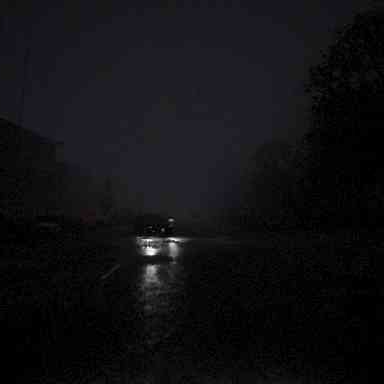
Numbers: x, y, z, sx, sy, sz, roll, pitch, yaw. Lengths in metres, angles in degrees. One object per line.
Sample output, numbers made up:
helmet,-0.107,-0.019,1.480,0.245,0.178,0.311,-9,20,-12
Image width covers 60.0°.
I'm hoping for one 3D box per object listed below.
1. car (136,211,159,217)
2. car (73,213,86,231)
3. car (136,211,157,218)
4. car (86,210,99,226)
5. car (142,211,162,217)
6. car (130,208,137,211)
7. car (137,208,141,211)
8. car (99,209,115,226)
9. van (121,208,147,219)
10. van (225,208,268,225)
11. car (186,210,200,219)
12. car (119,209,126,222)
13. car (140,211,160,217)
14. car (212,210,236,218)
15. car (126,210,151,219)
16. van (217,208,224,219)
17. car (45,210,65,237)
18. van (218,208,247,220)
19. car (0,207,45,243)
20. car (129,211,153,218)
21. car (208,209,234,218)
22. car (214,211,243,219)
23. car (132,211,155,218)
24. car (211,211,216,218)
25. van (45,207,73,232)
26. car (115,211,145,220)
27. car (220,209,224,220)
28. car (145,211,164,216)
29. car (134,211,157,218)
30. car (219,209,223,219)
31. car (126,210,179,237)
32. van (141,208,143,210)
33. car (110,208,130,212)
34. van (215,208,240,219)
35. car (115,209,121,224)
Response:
car,-10.963,5.456,82.618,5.366,1.575,1.946,0,-3,-19
car,-11.329,2.472,27.020,4.792,1.488,2.163,0,-3,-20
car,-10.819,5.334,79.753,4.674,1.452,2.002,0,-4,-19
car,-11.454,2.590,29.902,5.366,1.575,1.946,0,-3,-20
car,-10.743,5.793,88.543,4.892,1.521,2.231,0,-4,-19
car,-11.144,3.258,47.537,5.566,2.045,2.435,0,-3,-19
car,-11.033,3.697,53.408,4.553,1.767,2.185,0,-3,-19
car,-11.398,2.891,35.756,5.366,1.575,1.946,0,-3,-19
van,-10.875,4.079,62.237,4.442,1.987,1.878,0,-4,-19
van,6.509,2.808,38.432,4.442,1.987,1.878,2,-3,-19
car,0.477,4.413,66.483,2.097,1.767,4.553,0,-3,1
car,-11.162,3.201,41.677,4.892,1.521,2.231,0,-3,-19
car,-10.765,5.666,85.612,4.674,1.452,2.002,0,-4,-19
car,6.889,4.665,70.798,4.553,1.767,2.185,2,-4,-19
car,-10.958,4.506,68.039,4.553,1.767,2.185,0,-4,-19
van,6.619,3.427,50.191,4.442,1.987,1.878,2,-3,-19
car,-11.172,2.139,21.236,5.366,1.575,1.946,0,-3,-20
van,6.890,3.753,56.156,4.442,1.987,1.878,2,-4,-19
car,-11.342,1.742,18.262,5.566,2.045,2.435,0,-3,-20
car,-10.905,4.798,70.967,4.892,1.521,2.231,0,-4,-19
car,6.974,5.039,79.620,5.566,2.045,2.435,2,-3,-19
car,6.825,4.298,61.983,4.892,1.521,2.231,2,-4,-19
car,-10.844,4.992,73.907,4.792,1.488,2.163,0,-4,-19
car,6.631,4.126,58.979,5.366,1.575,1.946,2,-3,-19
van,-11.219,2.068,24.159,4.442,1.987,1.878,0,-3,-20
car,-11.001,4.142,59.251,5.008,1.535,2.097,0,-3,-19
car,6.674,3.383,44.338,4.674,1.452,2.002,2,-3,-19
car,-10.679,6.124,94.396,4.892,1.521,2.231,0,-3,-20
car,-10.855,5.130,76.830,4.892,1.521,2.231,0,-4,-20
car,6.699,3.540,47.279,4.674,1.452,2.002,2,-3,-19
car,-2.940,2.286,23.572,1.837,1.490,4.892,-1,-2,-26
van,-11.145,3.756,56.292,4.442,1.987,1.878,0,-3,-19
car,-11.177,3.228,44.611,4.553,1.767,2.185,0,-3,-19
van,6.969,4.240,64.979,4.442,1.987,1.878,2,-4,-19
car,-11.164,3.077,38.753,4.792,1.488,2.163,0,-3,-19
